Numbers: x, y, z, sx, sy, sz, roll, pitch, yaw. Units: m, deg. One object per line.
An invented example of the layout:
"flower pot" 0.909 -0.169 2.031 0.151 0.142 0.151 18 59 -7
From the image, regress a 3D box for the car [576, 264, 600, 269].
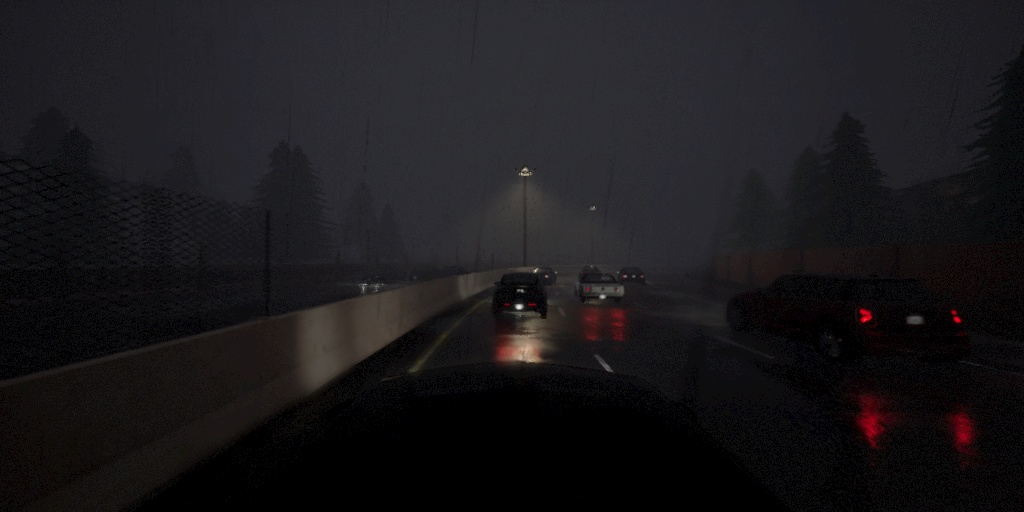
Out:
"car" 7.619 1.665 34.669 1.994 1.385 4.181 0 -1 16

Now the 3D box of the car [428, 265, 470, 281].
"car" -4.772 1.569 29.206 1.812 1.442 4.674 0 -1 12

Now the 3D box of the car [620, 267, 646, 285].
"car" 9.668 1.589 29.157 2.033 1.411 5.357 0 -1 14

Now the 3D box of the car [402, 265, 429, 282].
"car" -7.573 1.572 32.709 2.128 1.511 4.902 0 -1 14

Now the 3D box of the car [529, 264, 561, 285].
"car" 2.551 1.592 29.353 2.033 1.411 5.357 0 -1 13

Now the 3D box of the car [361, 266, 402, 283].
"car" -11.281 1.625 32.427 2.033 1.411 5.357 0 -1 13

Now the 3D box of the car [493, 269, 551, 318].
"car" 0.368 1.381 13.667 1.837 1.490 4.892 0 -1 3

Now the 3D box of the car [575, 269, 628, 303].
"car" 4.219 1.524 18.010 1.895 1.301 4.718 0 -1 6

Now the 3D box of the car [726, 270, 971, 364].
"car" 7.150 1.172 8.439 2.097 1.767 4.553 0 -1 1
